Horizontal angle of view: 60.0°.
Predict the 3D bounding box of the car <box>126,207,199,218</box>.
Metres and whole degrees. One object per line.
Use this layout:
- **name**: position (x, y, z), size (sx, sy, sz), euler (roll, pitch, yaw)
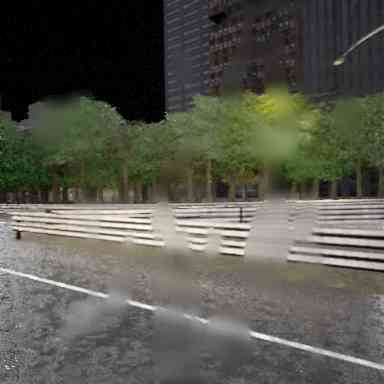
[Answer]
- **car**: position (-2.008, 1.629, 21.914), size (4.718, 1.301, 1.895), euler (-1, -1, 10)
